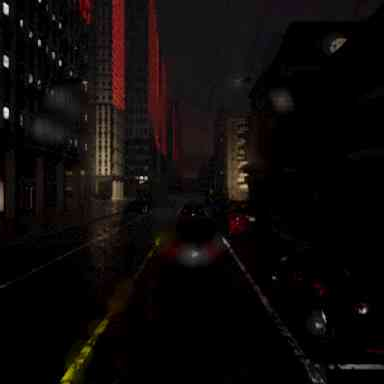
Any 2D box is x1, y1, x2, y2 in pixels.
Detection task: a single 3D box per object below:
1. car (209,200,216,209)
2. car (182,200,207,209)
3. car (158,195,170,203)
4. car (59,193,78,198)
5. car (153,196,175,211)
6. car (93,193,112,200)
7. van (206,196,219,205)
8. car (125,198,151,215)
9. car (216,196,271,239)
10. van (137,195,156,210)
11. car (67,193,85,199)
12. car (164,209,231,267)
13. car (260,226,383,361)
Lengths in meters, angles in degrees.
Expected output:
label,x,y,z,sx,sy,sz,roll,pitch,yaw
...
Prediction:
label,x,y,z,sx,sy,sz,roll,pitch,yaw
car,2.691,1.577,28.535,1.802,1.307,4.206,0,0,0
car,0.094,1.596,30.305,1.895,1.301,4.718,0,0,0
car,-5.688,1.447,68.076,1.967,1.590,4.097,0,0,0
car,-32.359,0.998,87.211,4.206,1.307,1.802,1,-1,0
car,-3.092,1.560,39.621,1.994,1.385,4.181,0,0,0
car,-21.128,1.080,78.859,4.097,1.590,1.967,1,-1,0
van,2.691,1.337,34.184,1.690,1.788,3.998,0,0,0
car,-5.689,1.561,34.184,1.947,1.339,4.313,0,0,0
car,2.690,1.311,17.238,2.192,1.841,5.009,0,0,0
van,-5.690,1.337,39.833,1.690,1.788,3.998,0,0,0
car,-26.705,1.115,78.844,4.206,1.307,1.802,1,-1,0
car,0.081,1.522,11.319,1.812,1.442,4.674,0,0,0
car,2.690,1.564,5.940,1.947,1.339,4.313,0,0,0
